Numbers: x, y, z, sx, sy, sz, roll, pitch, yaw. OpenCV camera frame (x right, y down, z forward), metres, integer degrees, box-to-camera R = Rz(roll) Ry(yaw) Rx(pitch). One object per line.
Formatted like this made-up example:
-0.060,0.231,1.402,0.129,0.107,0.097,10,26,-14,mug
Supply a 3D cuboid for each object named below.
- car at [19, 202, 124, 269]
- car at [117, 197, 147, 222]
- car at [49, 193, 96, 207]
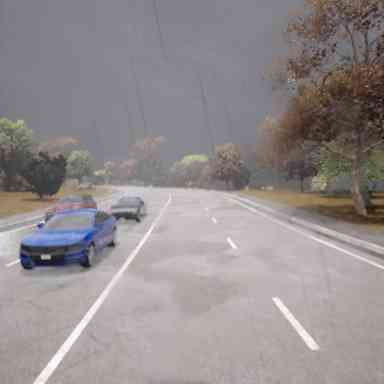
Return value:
-3.798,1.340,11.038,1.882,1.535,5.008,-1,2,-1,car
-4.021,1.039,21.532,2.033,1.411,5.357,-1,3,-1,car
-7.510,0.918,21.108,2.097,1.767,4.553,-1,2,-1,car
